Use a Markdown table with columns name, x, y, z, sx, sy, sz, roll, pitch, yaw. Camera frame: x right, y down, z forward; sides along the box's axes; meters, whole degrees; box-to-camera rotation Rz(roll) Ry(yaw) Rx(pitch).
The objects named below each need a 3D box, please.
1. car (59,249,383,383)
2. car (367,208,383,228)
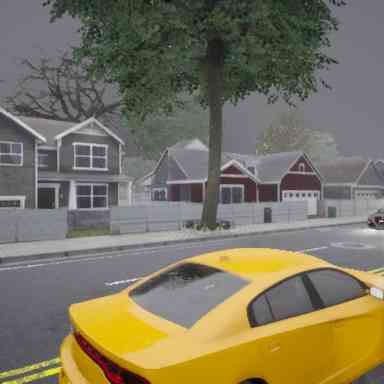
| name | x | y | z | sx | sy | sz | roll | pitch | yaw |
| --- | --- | --- | --- | --- | --- | --- | --- | --- | --- |
| car | 1.032 | 1.475 | 4.176 | 5.008 | 1.535 | 1.882 | 0 | 0 | -36 |
| car | 12.818 | 1.546 | 20.831 | 4.181 | 1.385 | 1.994 | 0 | 0 | -36 |
